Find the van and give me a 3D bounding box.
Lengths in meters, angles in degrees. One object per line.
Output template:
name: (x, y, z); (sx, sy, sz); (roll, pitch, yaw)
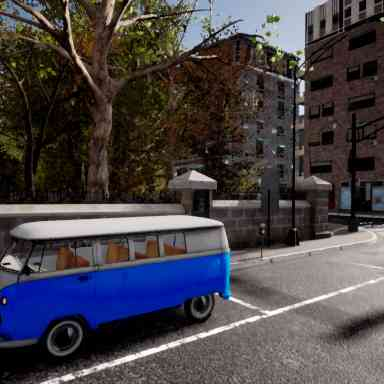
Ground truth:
van: (-1.186, 1.342, 5.655); (3.998, 1.788, 1.690); (0, 1, -36)
